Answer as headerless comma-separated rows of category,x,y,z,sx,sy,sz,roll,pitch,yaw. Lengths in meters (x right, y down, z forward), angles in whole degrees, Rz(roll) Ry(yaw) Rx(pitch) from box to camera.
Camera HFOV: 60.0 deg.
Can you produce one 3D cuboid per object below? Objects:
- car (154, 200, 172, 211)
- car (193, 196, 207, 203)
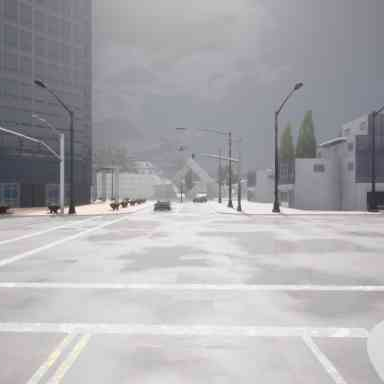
car,-3.606,1.601,41.512,1.895,1.301,4.718,0,0,0
car,1.739,1.563,69.847,1.994,1.385,4.181,0,0,22
